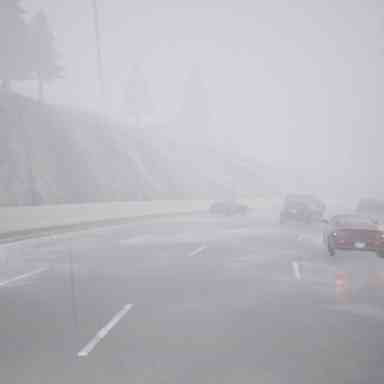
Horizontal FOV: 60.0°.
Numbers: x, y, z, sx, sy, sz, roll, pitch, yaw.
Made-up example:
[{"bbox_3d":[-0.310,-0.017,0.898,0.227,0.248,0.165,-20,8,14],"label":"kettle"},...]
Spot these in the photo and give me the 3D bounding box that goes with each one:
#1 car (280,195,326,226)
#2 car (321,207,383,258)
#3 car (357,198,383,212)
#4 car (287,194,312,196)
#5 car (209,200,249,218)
[{"bbox_3d":[7.923,1.354,23.825,2.097,1.767,4.553,1,0,33],"label":"car"},{"bbox_3d":[6.188,1.542,12.936,1.812,1.442,4.674,0,0,19],"label":"car"},{"bbox_3d":[19.685,1.416,35.966,4.553,1.767,2.097,1,0,-40],"label":"car"},{"bbox_3d":[11.262,1.224,33.250,5.566,2.045,2.150,0,0,-44],"label":"car"},{"bbox_3d":[3.450,1.437,29.971,2.128,1.511,4.902,0,0,36],"label":"car"}]
